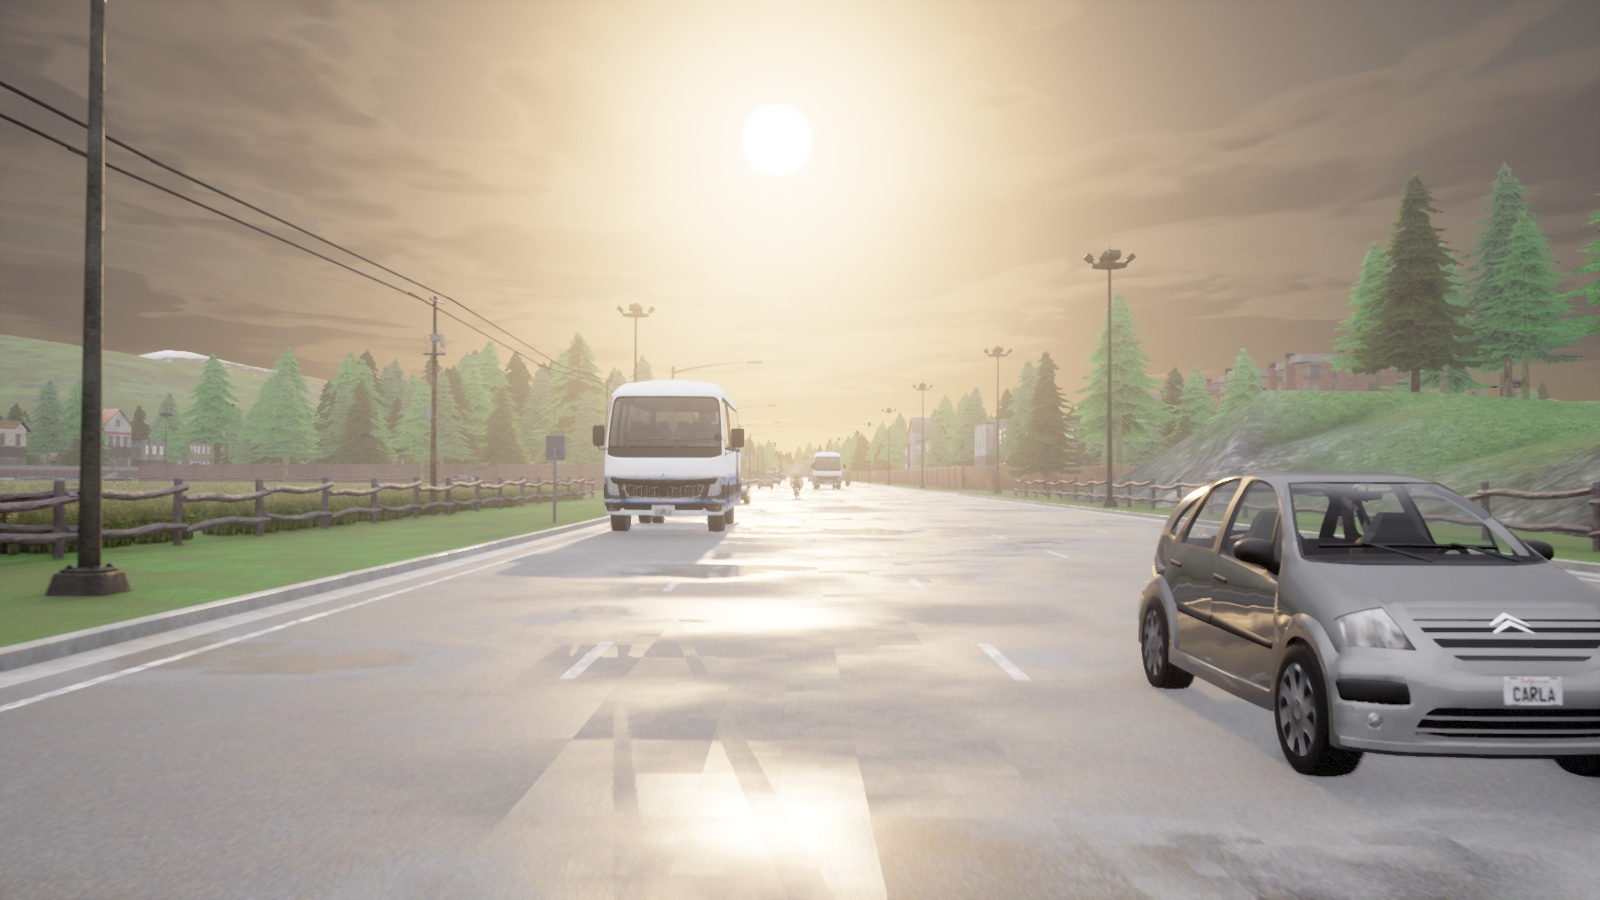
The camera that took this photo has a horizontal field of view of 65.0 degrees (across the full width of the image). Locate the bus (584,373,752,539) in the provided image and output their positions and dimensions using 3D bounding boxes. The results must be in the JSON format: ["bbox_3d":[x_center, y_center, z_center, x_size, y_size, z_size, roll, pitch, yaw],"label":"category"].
[{"bbox_3d":[-3.598,0.206,37.438,3.944,4.253,10.273,0,-1,0],"label":"bus"}]

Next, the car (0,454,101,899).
[{"bbox_3d":[-3.506,0.805,2.043,2.033,1.649,4.856,0,-1,0],"label":"car"}]

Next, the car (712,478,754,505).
[{"bbox_3d":[-3.671,2.266,69.247,2.033,1.411,5.357,0,-1,0],"label":"car"}]

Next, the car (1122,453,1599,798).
[{"bbox_3d":[3.480,0.862,7.915,1.851,1.617,3.988,0,-1,0],"label":"car"}]
